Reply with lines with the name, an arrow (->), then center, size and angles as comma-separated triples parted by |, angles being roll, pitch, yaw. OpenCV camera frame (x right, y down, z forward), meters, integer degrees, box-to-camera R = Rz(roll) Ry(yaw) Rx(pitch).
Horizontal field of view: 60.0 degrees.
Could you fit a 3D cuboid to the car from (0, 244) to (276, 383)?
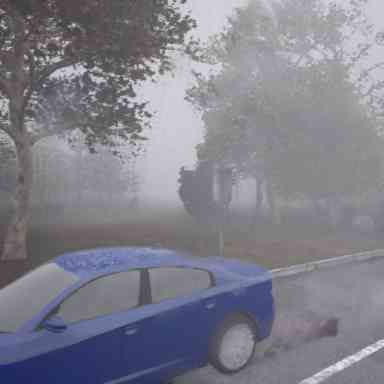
car -> -1.157, 1.476, 4.037 | 5.008, 1.535, 1.882 | 0, 0, -35
